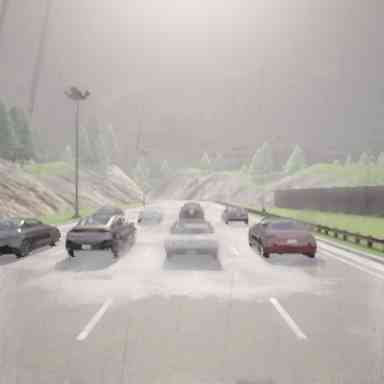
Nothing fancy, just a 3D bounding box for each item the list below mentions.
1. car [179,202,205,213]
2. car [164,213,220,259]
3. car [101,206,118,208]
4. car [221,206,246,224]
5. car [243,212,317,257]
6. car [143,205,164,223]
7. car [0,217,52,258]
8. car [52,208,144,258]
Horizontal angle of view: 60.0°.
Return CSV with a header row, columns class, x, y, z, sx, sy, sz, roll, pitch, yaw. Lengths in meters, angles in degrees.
class,x,y,z,sx,sy,sz,roll,pitch,yaw
car,0.006,1.658,28.408,2.097,1.767,4.553,0,-1,0
car,0.010,1.745,13.231,1.895,1.301,4.718,0,-1,0
car,-6.993,1.872,28.470,1.994,1.385,4.181,0,-1,0
car,3.495,1.845,27.497,2.033,1.411,5.357,0,-1,0
car,3.515,1.712,13.605,1.994,1.385,4.181,0,-1,1
car,-3.490,1.837,28.875,1.812,1.442,4.674,0,0,1
car,-6.984,1.711,13.475,1.994,1.385,4.181,0,-1,0
car,-3.487,1.639,13.482,2.128,1.511,4.902,0,0,0
